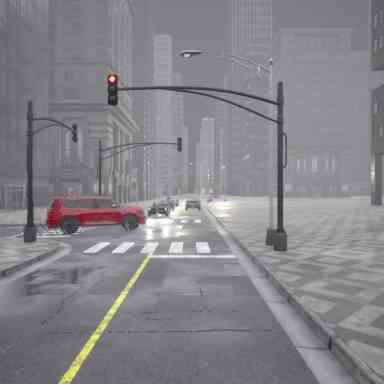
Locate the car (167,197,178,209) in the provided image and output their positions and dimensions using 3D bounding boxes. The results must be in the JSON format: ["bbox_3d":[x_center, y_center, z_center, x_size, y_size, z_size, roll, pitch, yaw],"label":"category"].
[{"bbox_3d":[-3.080,1.603,41.301,1.895,1.301,4.718,0,0,0],"label":"car"}]

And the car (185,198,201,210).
[{"bbox_3d":[0.117,1.493,42.435,2.128,1.511,4.902,0,0,0],"label":"car"}]

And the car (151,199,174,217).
[{"bbox_3d":[-3.084,1.601,31.957,1.895,1.301,4.718,0,0,0],"label":"car"}]

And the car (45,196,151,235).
[{"bbox_3d":[-5.504,1.253,19.381,5.566,2.045,2.150,-1,1,-19],"label":"car"}]
